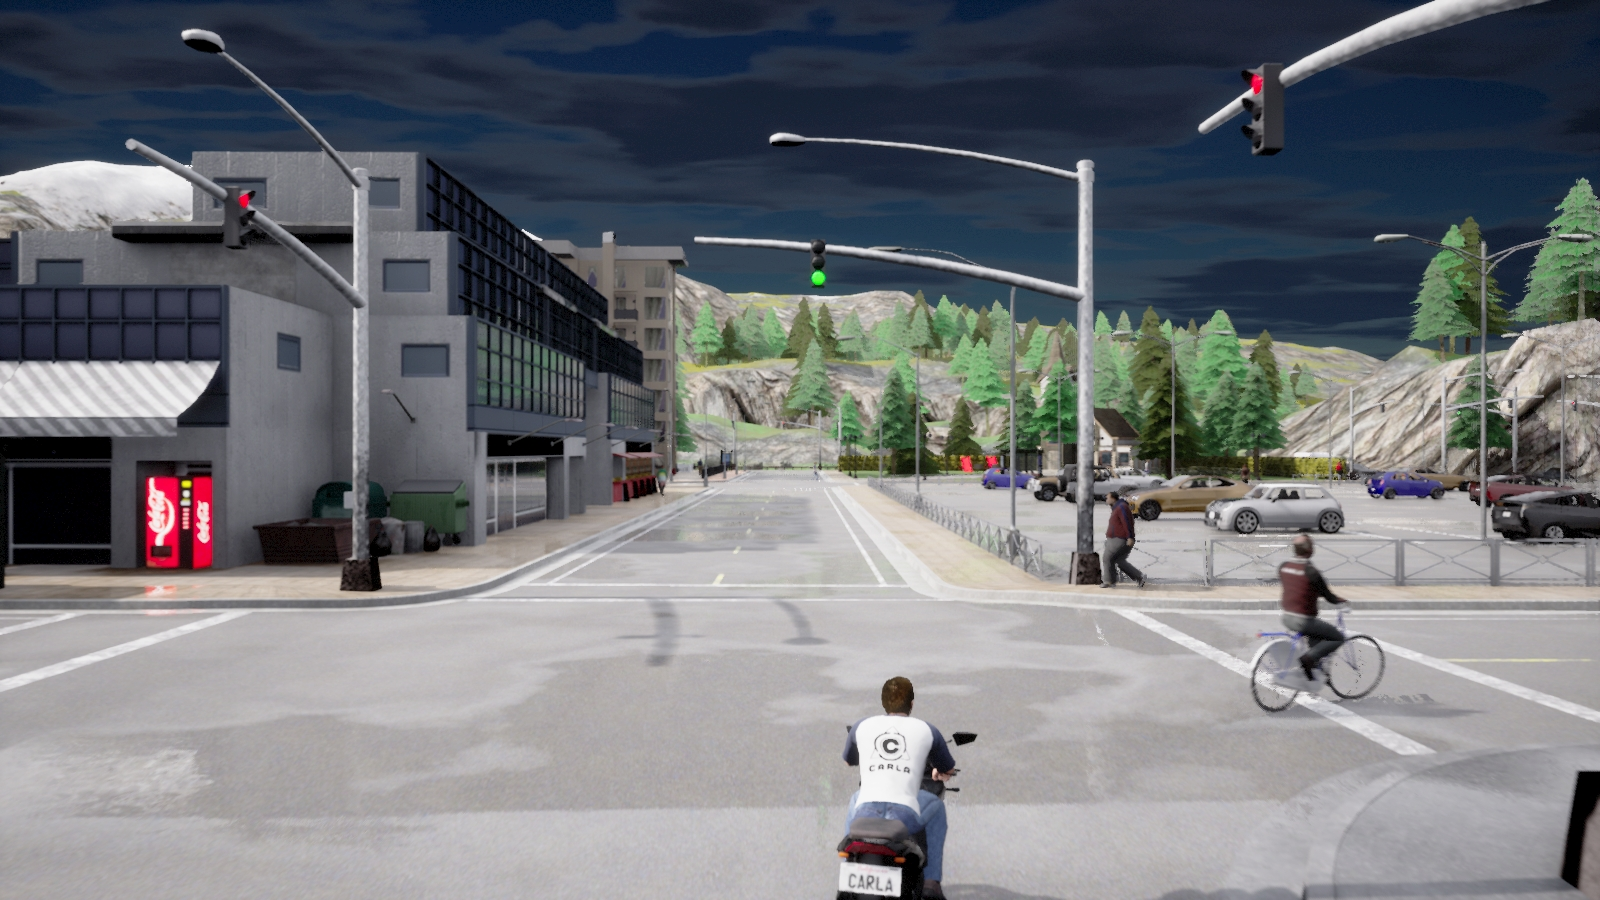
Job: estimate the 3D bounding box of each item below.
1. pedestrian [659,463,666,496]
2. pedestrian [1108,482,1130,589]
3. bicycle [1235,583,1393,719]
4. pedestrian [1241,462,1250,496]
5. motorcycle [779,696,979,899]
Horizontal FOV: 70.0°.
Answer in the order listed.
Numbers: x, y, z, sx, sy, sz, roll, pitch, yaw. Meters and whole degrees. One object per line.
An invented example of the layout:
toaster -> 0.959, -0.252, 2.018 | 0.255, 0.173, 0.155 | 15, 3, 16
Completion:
pedestrian -> -7.817, 1.658, 64.911 | 0.375, 1.860, 0.375 | 0, 0, -2
pedestrian -> 5.652, 1.495, 20.215 | 0.375, 1.860, 0.375 | 0, 0, 16
bicycle -> 5.240, 2.008, 11.608 | 1.835, 1.171, 0.329 | -1, 3, -26
pedestrian -> 25.162, 1.638, 64.545 | 0.375, 1.860, 0.375 | 0, 0, -7
motorcycle -> 0.516, 2.186, 6.339 | 0.803, 1.145, 2.033 | 0, 1, 13
